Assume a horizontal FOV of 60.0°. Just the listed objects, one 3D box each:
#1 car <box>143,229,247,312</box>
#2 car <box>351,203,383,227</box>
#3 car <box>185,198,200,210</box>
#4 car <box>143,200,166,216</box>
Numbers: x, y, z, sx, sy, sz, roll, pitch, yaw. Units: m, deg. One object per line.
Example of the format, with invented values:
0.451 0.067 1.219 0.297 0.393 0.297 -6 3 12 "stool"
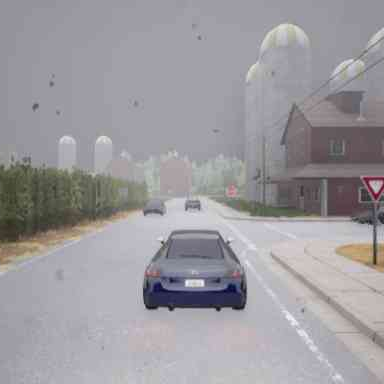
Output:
0.079 1.559 7.815 1.994 1.385 4.181 0 0 1 "car"
13.090 1.463 21.926 4.892 1.490 1.837 0 0 -1 "car"
0.107 1.466 41.899 2.128 1.511 4.902 0 0 0 "car"
-3.580 1.528 32.706 2.033 1.411 5.357 0 0 0 "car"
